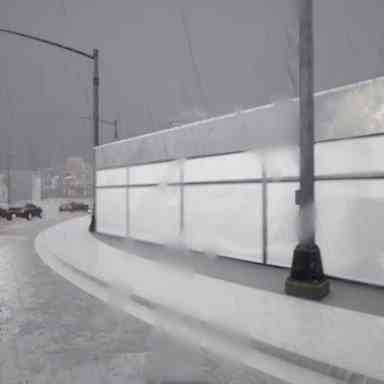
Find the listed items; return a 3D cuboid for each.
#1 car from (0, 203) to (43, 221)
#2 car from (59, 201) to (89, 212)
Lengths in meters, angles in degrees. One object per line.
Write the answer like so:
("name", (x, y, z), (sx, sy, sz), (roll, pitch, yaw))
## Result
("car", (-15.056, 1.742, 30.075), (1.837, 1.490, 4.892), (0, 0, -6))
("car", (-15.334, 1.884, 43.332), (1.994, 1.385, 4.181), (0, 0, 19))
